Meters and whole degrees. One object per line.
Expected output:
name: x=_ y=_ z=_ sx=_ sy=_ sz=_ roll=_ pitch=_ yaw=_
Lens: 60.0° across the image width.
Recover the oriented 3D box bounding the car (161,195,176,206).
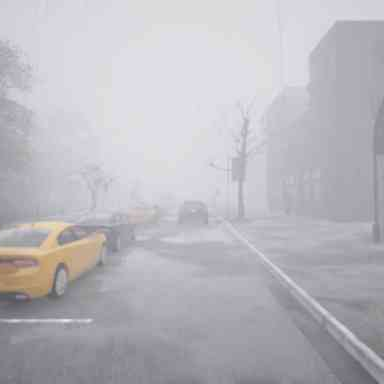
car: x=-3.647 y=1.535 z=41.822 sx=2.097 sy=1.535 sz=5.008 roll=0 pitch=0 yaw=2

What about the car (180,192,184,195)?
car: x=-3.637 y=1.491 z=75.280 sx=1.946 sy=1.575 sz=5.366 roll=0 pitch=1 yaw=2

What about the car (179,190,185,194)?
car: x=-3.620 y=1.112 z=94.674 sx=2.185 sy=1.767 sz=4.553 roll=2 pitch=2 yaw=2

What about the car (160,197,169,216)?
car: x=-3.648 y=1.542 z=30.724 sx=2.097 sy=1.535 sz=5.008 roll=0 pitch=0 yaw=2

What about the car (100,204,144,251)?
car: x=-3.650 y=1.510 z=14.090 sx=2.097 sy=1.535 sz=5.008 roll=0 pitch=0 yaw=2

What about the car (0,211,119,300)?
car: x=-3.650 y=1.493 z=8.542 sx=2.097 sy=1.535 sz=5.008 roll=0 pitch=0 yaw=2

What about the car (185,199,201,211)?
car: x=0.104 y=1.601 z=42.908 sx=1.994 sy=1.385 sz=4.181 roll=0 pitch=0 yaw=0

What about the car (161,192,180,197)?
car: x=-3.646 y=1.266 z=50.775 sx=2.435 sy=2.045 sz=5.566 roll=0 pitch=0 yaw=2

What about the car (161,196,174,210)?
car: x=-3.648 y=1.550 z=36.280 sx=2.231 sy=1.521 sz=4.892 roll=0 pitch=-1 yaw=2

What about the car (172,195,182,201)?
car: x=-3.644 y=1.510 z=81.417 sx=2.002 sy=1.452 sz=4.674 roll=0 pitch=0 yaw=2

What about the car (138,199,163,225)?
car: x=-3.641 y=1.519 z=24.343 sx=1.946 sy=1.575 sz=5.366 roll=0 pitch=0 yaw=2

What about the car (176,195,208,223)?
car: x=0.102 y=1.372 z=25.456 sx=2.097 sy=1.767 sz=4.553 roll=0 pitch=0 yaw=0
